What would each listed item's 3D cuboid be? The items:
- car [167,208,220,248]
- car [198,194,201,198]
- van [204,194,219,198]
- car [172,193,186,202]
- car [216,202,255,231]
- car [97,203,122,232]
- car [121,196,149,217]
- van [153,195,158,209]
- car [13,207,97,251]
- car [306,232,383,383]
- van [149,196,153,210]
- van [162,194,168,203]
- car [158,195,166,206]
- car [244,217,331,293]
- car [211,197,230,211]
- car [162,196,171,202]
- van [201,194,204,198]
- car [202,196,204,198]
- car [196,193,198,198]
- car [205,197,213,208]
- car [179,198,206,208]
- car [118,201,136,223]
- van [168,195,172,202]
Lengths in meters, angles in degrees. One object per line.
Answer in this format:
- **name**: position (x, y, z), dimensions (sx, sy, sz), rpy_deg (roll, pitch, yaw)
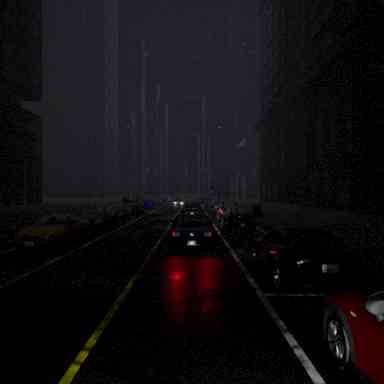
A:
- **car**: position (0.000, 1.616, 14.681), dimensions (1.895, 1.301, 4.718), rpy_deg (0, 0, 0)
- **car**: position (2.761, 1.458, 65.475), dimensions (1.967, 1.590, 4.097), rpy_deg (0, 0, 0)
- **van**: position (2.761, 1.347, 42.765), dimensions (1.690, 1.788, 3.998), rpy_deg (0, 0, 0)
- **car**: position (-3.000, 1.487, 75.234), dimensions (1.837, 1.490, 4.892), rpy_deg (0, 0, 0)
- **car**: position (2.761, 1.550, 20.054), dimensions (2.008, 1.369, 4.403), rpy_deg (0, 0, 0)
- **car**: position (-5.764, 1.581, 20.045), dimensions (1.802, 1.307, 4.206), rpy_deg (0, 0, 0)
- **car**: position (-5.764, 1.317, 31.400), dimensions (2.192, 1.841, 5.009), rpy_deg (0, 0, 0)
- **van**: position (-5.764, 1.347, 42.755), dimensions (1.690, 1.788, 3.998), rpy_deg (0, 0, 0)
- **car**: position (-5.764, 1.523, 14.198), dimensions (1.752, 1.417, 4.829), rpy_deg (0, 0, 0)
- **car**: position (2.761, 1.437, 3.021), dimensions (1.967, 1.590, 4.097), rpy_deg (0, 0, 0)
- **van**: position (-5.764, 1.344, 37.078), dimensions (1.690, 1.788, 3.998), rpy_deg (0, 0, 0)
- **van**: position (-5.764, 1.355, 59.788), dimensions (1.690, 1.788, 3.998), rpy_deg (0, 0, 0)
- **car**: position (-5.764, 1.593, 54.110), dimensions (1.802, 1.307, 4.206), rpy_deg (0, 0, 0)
- **car**: position (2.762, 1.563, 8.699), dimensions (1.947, 1.339, 4.313), rpy_deg (0, 0, 0)
- **car**: position (2.761, 1.441, 25.731), dimensions (1.967, 1.590, 4.097), rpy_deg (0, 0, 0)
- **car**: position (-5.764, 1.550, 76.650), dimensions (1.752, 1.417, 4.829), rpy_deg (0, 0, 0)
- **van**: position (2.761, 1.352, 54.120), dimensions (1.690, 1.788, 3.998), rpy_deg (0, 0, 0)
- **car**: position (2.761, 1.553, 48.442), dimensions (1.887, 1.381, 4.507), rpy_deg (0, 0, 0)
- **car**: position (2.761, 1.340, 76.830), dimensions (2.192, 1.841, 5.009), rpy_deg (0, 0, 0)
- **car**: position (2.761, 1.554, 37.087), dimensions (2.008, 1.369, 4.403), rpy_deg (0, 0, 0)
- **car**: position (0.000, 1.519, 29.651), dimensions (1.837, 1.490, 4.892), rpy_deg (0, 0, 0)
- **car**: position (-5.764, 1.582, 25.723), dimensions (1.802, 1.307, 4.206), rpy_deg (0, 0, 0)
- **van**: position (-5.764, 1.362, 71.142), dimensions (1.690, 1.788, 3.998), rpy_deg (0, 0, 0)
